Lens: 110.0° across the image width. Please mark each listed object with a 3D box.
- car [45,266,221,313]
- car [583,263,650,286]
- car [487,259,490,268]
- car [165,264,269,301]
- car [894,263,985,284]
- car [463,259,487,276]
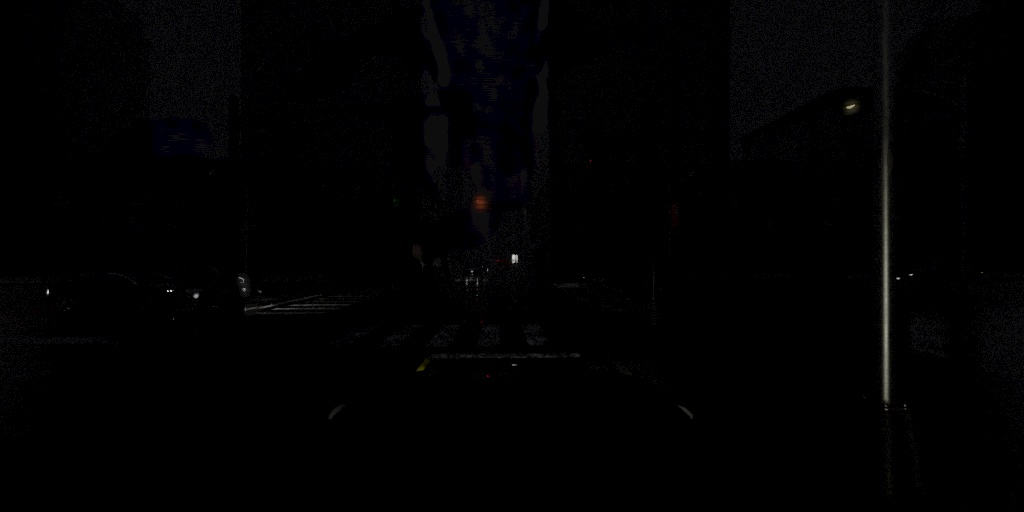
[{"bbox_3d":[-14.652,1.290,13.805,4.902,1.511,2.128,0,0,-2],"label":"car"},{"bbox_3d":[7.297,1.211,24.455,4.892,1.490,1.837,0,0,-2],"label":"car"},{"bbox_3d":[-4.293,1.284,47.913,1.837,1.490,4.892,0,0,-2],"label":"car"},{"bbox_3d":[-14.250,1.149,17.073,4.553,1.767,2.097,0,0,-2],"label":"car"},{"bbox_3d":[29.669,1.177,25.156,5.357,1.411,2.033,0,0,-2],"label":"car"},{"bbox_3d":[-4.005,1.260,37.534,2.128,1.511,4.902,0,0,-2],"label":"car"}]
